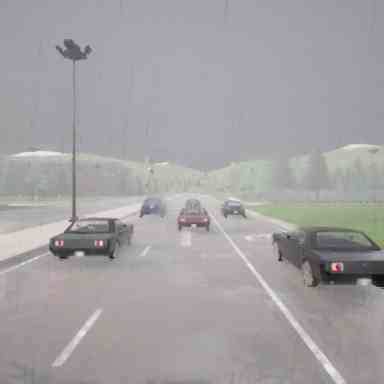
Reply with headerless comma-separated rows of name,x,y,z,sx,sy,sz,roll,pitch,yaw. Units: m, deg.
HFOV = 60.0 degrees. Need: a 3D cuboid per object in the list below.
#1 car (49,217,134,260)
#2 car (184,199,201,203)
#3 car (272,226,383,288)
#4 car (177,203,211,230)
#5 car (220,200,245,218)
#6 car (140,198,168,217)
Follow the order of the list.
car,-3.397,1.581,12.291,1.895,1.301,4.718,0,0,0
car,0.110,1.487,38.200,2.033,1.411,5.357,0,0,0
car,3.602,1.586,9.160,1.895,1.301,4.718,0,0,0
car,0.106,1.568,20.568,1.895,1.301,4.718,0,0,0
car,3.592,1.479,29.635,1.812,1.442,4.674,0,0,0
car,-3.392,1.303,30.248,2.097,1.767,4.553,0,0,0
